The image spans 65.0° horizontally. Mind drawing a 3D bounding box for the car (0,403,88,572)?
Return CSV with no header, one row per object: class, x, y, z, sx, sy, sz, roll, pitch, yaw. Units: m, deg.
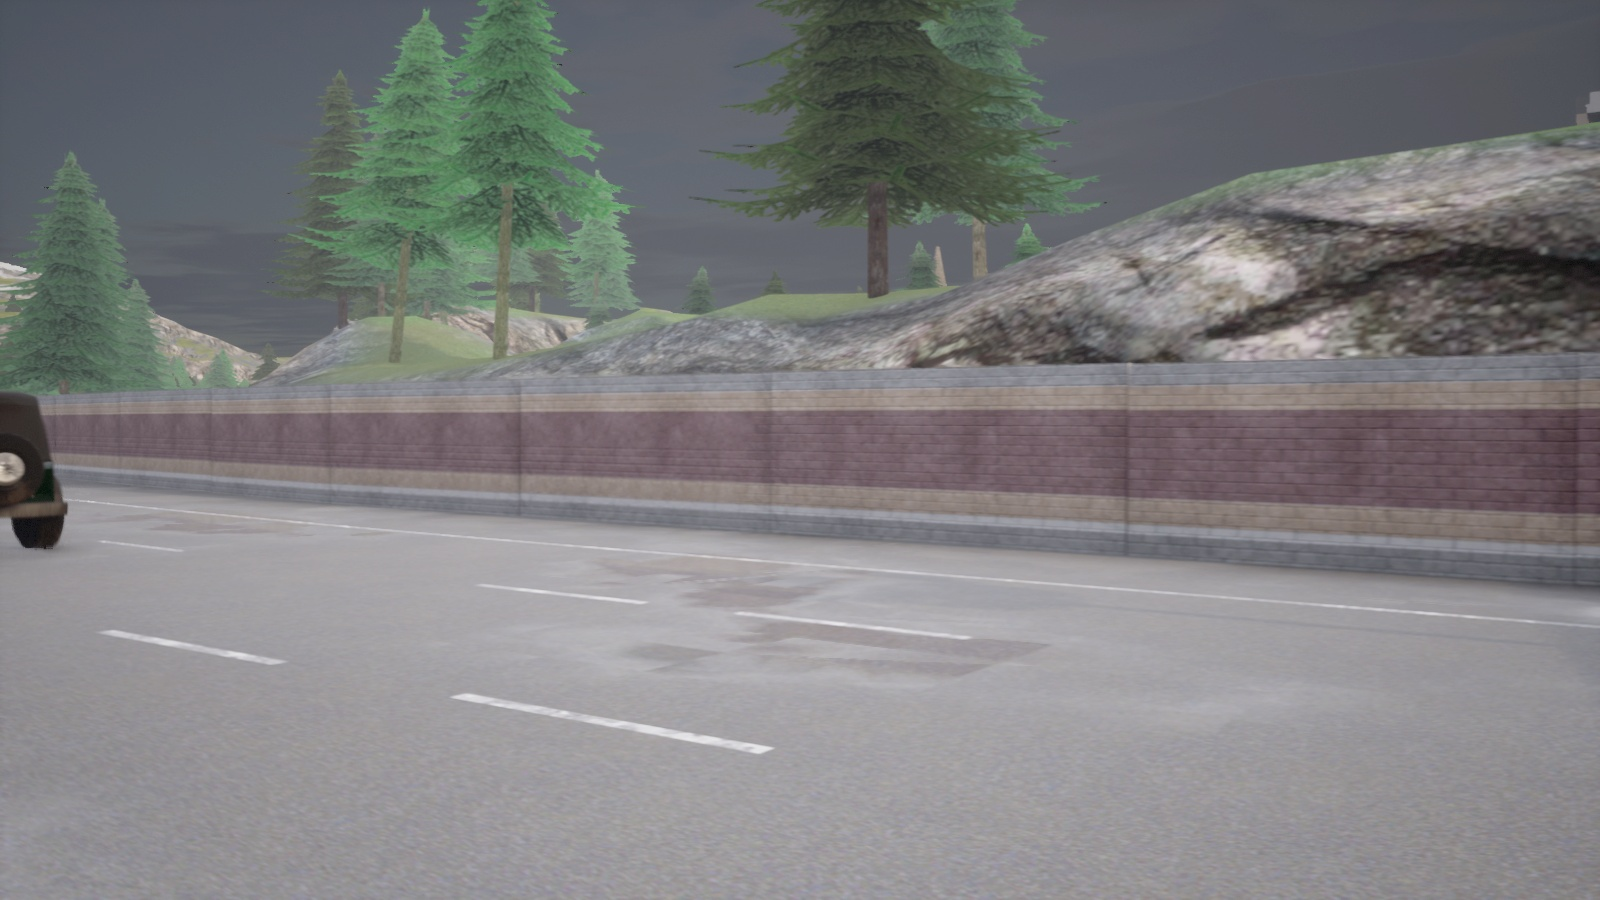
car,-10.464,0.415,15.089,3.866,1.878,1.905,0,1,37
